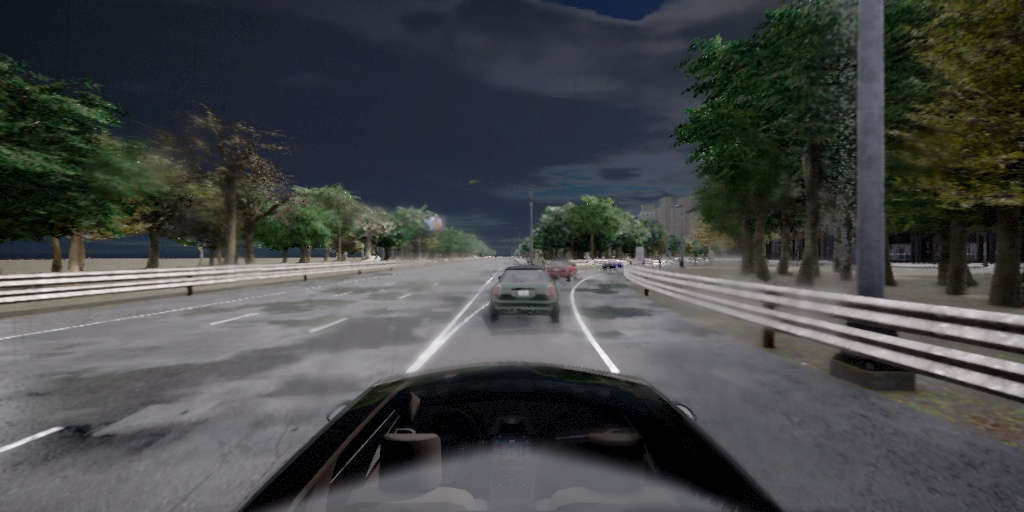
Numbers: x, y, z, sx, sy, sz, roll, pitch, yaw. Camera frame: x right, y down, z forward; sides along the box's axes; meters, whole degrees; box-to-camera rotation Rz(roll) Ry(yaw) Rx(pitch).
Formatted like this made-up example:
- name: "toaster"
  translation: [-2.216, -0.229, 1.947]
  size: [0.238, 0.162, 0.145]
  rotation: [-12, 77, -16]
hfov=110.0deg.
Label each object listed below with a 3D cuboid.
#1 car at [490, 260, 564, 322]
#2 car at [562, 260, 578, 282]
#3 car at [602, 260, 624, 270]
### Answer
- name: "car"
  translation: [0.569, 1.090, 12.428]
  size: [2.097, 1.767, 4.553]
  rotation: [0, 0, 6]
- name: "car"
  translation: [4.041, 1.073, 29.062]
  size: [2.097, 1.767, 4.553]
  rotation: [0, 0, 18]
- name: "car"
  translation: [14.352, 1.282, 50.714]
  size: [1.895, 1.301, 4.718]
  rotation: [0, 0, 34]
